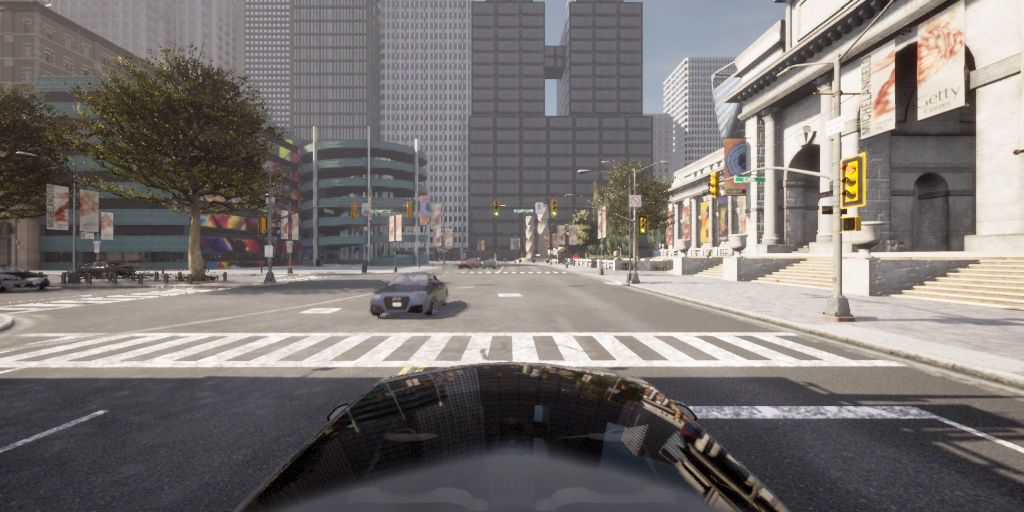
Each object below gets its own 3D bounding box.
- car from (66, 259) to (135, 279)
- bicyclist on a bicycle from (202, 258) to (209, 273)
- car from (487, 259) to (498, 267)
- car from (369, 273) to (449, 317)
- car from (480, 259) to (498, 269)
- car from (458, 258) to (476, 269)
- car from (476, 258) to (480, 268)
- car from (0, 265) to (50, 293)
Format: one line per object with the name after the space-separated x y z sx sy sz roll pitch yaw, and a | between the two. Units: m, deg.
-36.476 1.257 31.827 4.892 1.490 1.837 0 0 0 | car
-34.156 1.054 39.616 0.582 1.620 1.656 0 0 0 | bicyclist on a bicycle
-3.486 1.281 64.873 1.812 1.442 4.674 0 0 0 | car
-3.578 1.315 13.138 1.994 1.385 4.181 0 0 0 | car
-3.497 1.259 55.673 1.837 1.490 4.892 0 0 0 | car
-6.996 1.355 54.350 1.895 1.301 4.718 0 0 0 | car
-6.988 1.107 63.145 2.097 1.767 4.553 0 0 0 | car
-29.161 1.243 20.147 4.902 1.511 2.128 0 0 0 | car
